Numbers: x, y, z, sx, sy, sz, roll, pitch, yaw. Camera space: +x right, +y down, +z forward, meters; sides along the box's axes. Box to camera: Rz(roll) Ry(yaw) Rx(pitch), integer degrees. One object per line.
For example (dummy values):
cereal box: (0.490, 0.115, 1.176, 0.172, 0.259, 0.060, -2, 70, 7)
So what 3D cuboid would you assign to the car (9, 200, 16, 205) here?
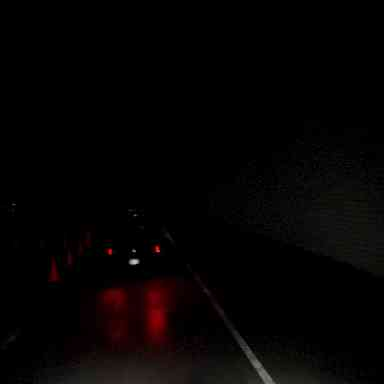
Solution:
car: (-33.059, 2.378, 62.534, 2.097, 1.767, 4.553, -1, 0, -42)

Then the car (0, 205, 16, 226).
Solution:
car: (-15.173, 1.990, 25.215, 1.812, 1.442, 4.674, -1, 0, -12)

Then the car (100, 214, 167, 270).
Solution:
car: (-1.973, 1.690, 11.562, 1.895, 1.301, 4.718, -1, 0, -9)

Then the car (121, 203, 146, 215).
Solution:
car: (-5.215, 1.724, 29.684, 2.128, 1.511, 4.902, -1, 0, -13)

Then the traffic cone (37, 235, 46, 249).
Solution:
traffic cone: (-6.584, 2.169, 14.510, 0.340, 0.580, 0.340, -1, 0, -9)

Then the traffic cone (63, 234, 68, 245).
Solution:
traffic cone: (-5.596, 2.145, 14.664, 0.340, 0.580, 0.340, -1, 0, -9)

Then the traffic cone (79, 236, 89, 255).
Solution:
traffic cone: (-4.302, 2.107, 12.841, 0.340, 0.580, 0.340, -1, 0, -9)

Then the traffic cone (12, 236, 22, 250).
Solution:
traffic cone: (-7.572, 2.193, 14.356, 0.340, 0.580, 0.340, -1, 0, -9)

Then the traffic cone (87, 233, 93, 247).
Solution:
traffic cone: (-4.609, 2.122, 14.818, 0.340, 0.580, 0.340, -1, 0, -9)

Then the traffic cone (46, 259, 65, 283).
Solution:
traffic cone: (-3.687, 2.078, 8.889, 0.340, 0.580, 0.340, -1, 0, -9)

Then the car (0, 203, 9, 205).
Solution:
car: (-34.487, 2.589, 58.899, 1.812, 1.442, 4.674, -1, 0, -41)

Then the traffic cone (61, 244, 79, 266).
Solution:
traffic cone: (-3.994, 2.093, 10.865, 0.340, 0.580, 0.340, -1, 0, -9)
